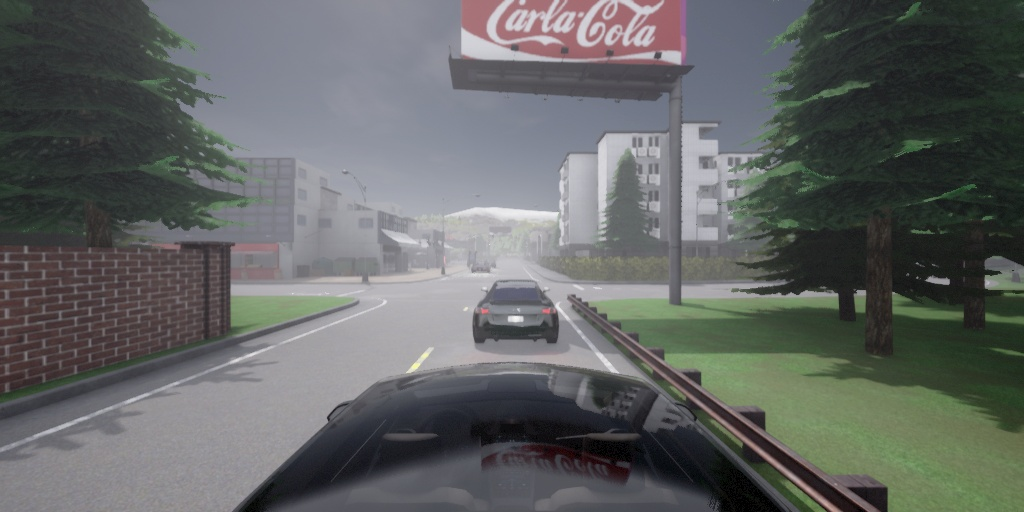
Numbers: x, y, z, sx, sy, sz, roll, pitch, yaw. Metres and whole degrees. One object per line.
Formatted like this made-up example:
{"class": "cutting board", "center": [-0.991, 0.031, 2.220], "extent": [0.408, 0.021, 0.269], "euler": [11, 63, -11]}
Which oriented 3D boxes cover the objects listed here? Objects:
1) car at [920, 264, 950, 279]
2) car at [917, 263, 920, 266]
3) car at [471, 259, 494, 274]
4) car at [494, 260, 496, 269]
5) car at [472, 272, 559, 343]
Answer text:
{"class": "car", "center": [41.638, 1.440, 34.559], "extent": [2.033, 1.411, 5.357], "euler": [0, 0, 42]}
{"class": "car", "center": [47.453, 1.388, 43.213], "extent": [1.837, 1.490, 4.892], "euler": [0, 0, 22]}
{"class": "car", "center": [-3.516, 1.274, 40.931], "extent": [1.994, 1.385, 4.181], "euler": [0, 0, 0]}
{"class": "car", "center": [-3.465, 1.185, 56.413], "extent": [2.128, 1.511, 4.902], "euler": [0, 0, 0]}
{"class": "car", "center": [0.095, 1.306, 9.611], "extent": [1.994, 1.385, 4.181], "euler": [0, 0, 0]}
